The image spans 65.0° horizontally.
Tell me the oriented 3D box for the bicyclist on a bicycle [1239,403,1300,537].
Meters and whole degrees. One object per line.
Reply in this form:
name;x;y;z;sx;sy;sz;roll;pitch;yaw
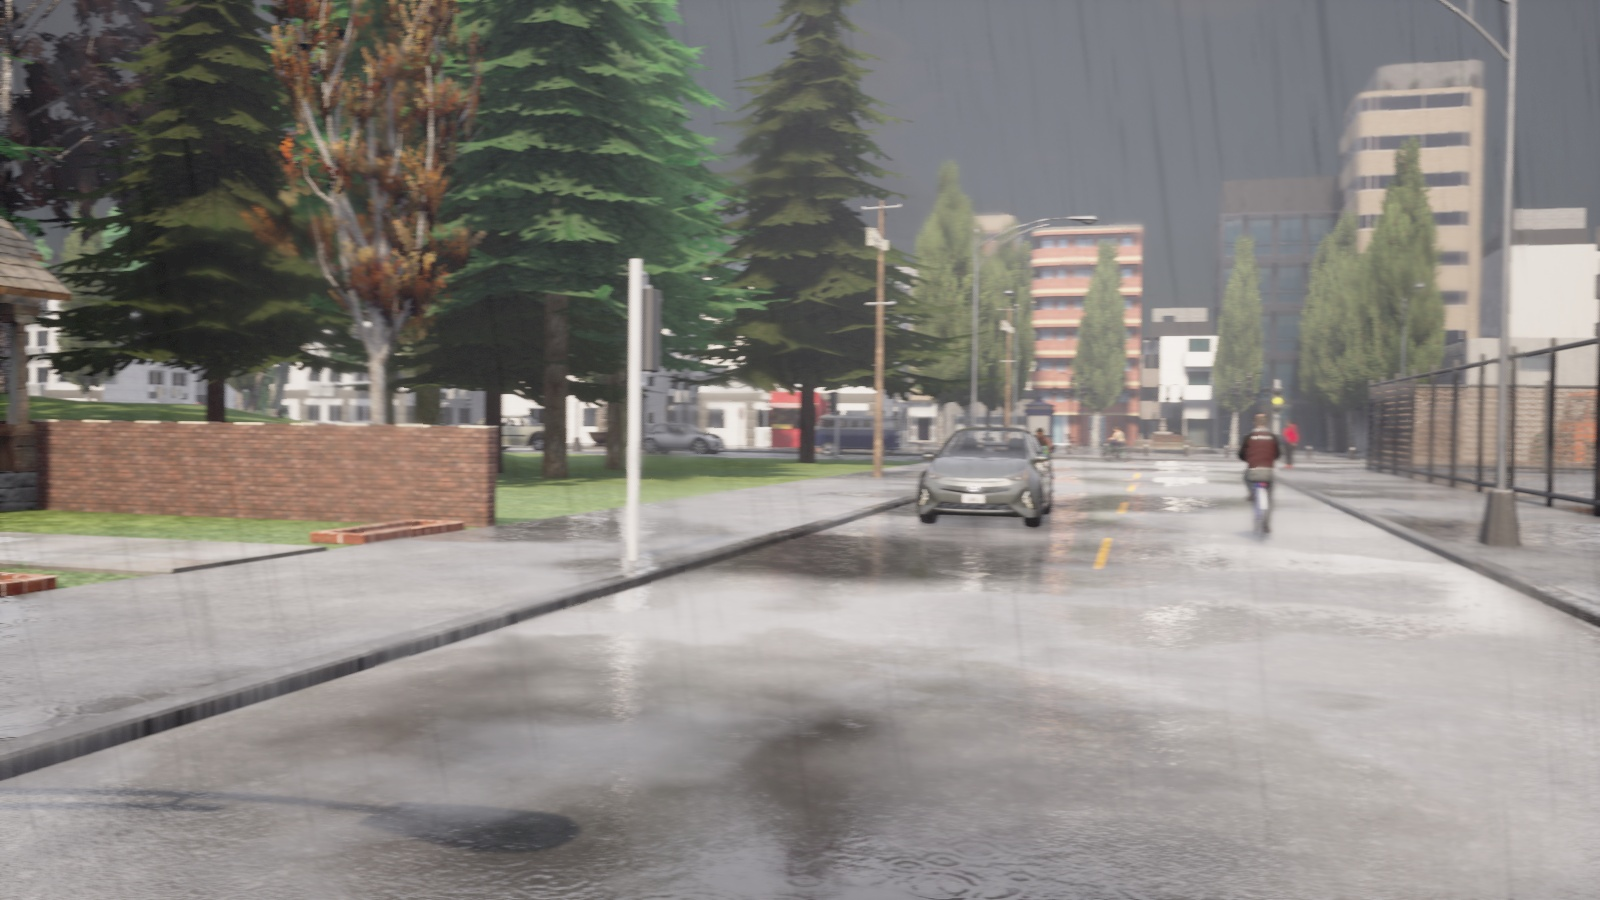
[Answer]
bicyclist on a bicycle;6.569;0.239;17.627;0.659;1.776;1.843;0;1;16

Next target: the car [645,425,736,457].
car;-5.175;-0.443;59.597;3.806;1.475;1.970;0;1;17

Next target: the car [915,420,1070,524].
car;3.316;0.277;20.840;2.007;1.525;4.514;0;1;16

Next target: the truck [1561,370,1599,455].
truck;36.282;-1.587;51.726;7.936;3.462;2.891;0;1;16

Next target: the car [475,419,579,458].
car;-13.458;-0.568;61.974;4.605;1.855;1.932;-1;1;16

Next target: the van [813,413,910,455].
van;3.030;-0.765;61.368;4.442;1.987;1.775;0;1;16

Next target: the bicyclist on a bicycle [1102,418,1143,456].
bicyclist on a bicycle;14.461;-0.576;56.373;0.866;1.612;1.509;-6;4;-37

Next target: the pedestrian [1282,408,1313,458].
pedestrian;18.609;-0.642;46.974;0.899;1.844;0.634;-1;1;-9
